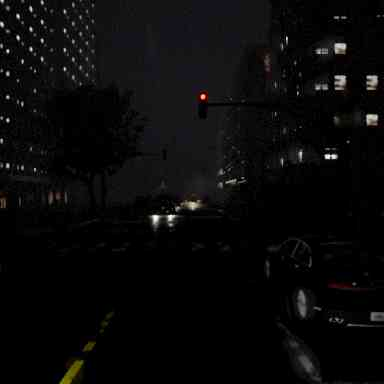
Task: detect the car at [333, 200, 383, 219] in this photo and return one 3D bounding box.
[{"bbox_3d":[13.462,1.351,26.341,4.403,1.369,2.008,-1,1,0],"label":"car"}]

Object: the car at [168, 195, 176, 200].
[{"bbox_3d":[-5.564,1.657,94.578,2.008,1.369,4.403,0,0,0],"label":"car"}]

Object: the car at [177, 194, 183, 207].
[{"bbox_3d":[-3.017,1.260,53.930,2.150,2.045,5.566,0,0,0],"label":"car"}]

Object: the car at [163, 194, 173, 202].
[{"bbox_3d":[-5.587,1.388,78.009,2.192,1.841,5.009,0,0,0],"label":"car"}]

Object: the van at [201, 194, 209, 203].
[{"bbox_3d":[2.787,1.405,72.476,1.690,1.788,3.998,0,0,0],"label":"van"}]

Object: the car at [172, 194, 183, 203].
[{"bbox_3d":[-2.907,1.408,69.561,2.097,1.767,4.553,0,0,0],"label":"car"}]

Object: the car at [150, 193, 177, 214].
[{"bbox_3d":[-2.971,1.240,35.687,2.150,2.045,5.566,0,0,-2],"label":"car"}]

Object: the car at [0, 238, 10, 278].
[{"bbox_3d":[-5.681,1.546,6.961,1.887,1.381,4.507,0,0,0],"label":"car"}]

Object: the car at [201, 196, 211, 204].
[{"bbox_3d":[2.780,1.580,67.122,1.752,1.417,4.829,0,0,0],"label":"car"}]

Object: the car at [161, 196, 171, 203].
[{"bbox_3d":[-5.594,1.629,72.487,1.947,1.339,4.313,0,0,0],"label":"car"}]

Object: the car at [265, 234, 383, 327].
[{"bbox_3d":[2.699,1.552,6.950,2.008,1.369,4.403,0,0,0],"label":"car"}]

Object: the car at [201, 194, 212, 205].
[{"bbox_3d":[2.772,1.613,61.429,1.947,1.339,4.313,0,0,0],"label":"car"}]

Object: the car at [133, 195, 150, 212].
[{"bbox_3d":[-5.639,1.337,39.349,2.192,1.841,5.009,0,0,0],"label":"car"}]

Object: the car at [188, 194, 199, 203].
[{"bbox_3d":[0.092,1.584,69.078,1.812,1.442,4.674,0,0,0],"label":"car"}]
